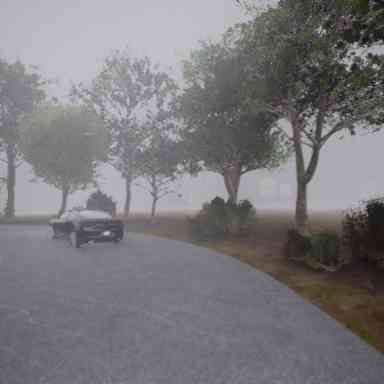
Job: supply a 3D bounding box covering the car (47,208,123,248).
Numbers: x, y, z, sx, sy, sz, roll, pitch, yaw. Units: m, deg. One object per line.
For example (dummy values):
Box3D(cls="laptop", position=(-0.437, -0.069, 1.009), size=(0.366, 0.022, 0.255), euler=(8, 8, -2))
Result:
Box3D(cls="car", position=(-4.912, 1.473, 14.939), size=(1.882, 1.535, 5.008), euler=(1, -1, -39))
